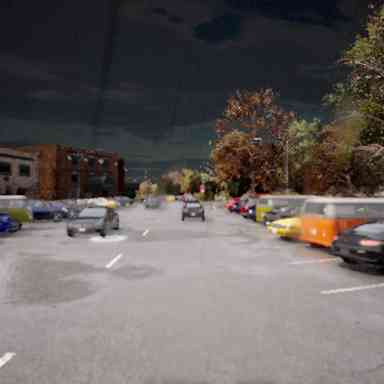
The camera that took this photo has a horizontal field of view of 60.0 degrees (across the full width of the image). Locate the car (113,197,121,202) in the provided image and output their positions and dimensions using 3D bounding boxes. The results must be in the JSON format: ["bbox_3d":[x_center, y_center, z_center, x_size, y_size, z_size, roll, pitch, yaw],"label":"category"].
[{"bbox_3d":[-11.600,1.455,39.346,5.366,1.575,1.946,-1,0,-20],"label":"car"}]

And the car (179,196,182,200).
[{"bbox_3d":[-1.041,1.397,80.876,2.435,2.045,5.566,0,-1,-7],"label":"car"}]

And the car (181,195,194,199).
[{"bbox_3d":[0.113,1.464,43.795,2.128,1.511,4.902,0,0,2],"label":"car"}]

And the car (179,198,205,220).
[{"bbox_3d":[0.093,1.488,27.186,1.812,1.442,4.674,0,0,0],"label":"car"}]

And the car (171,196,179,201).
[{"bbox_3d":[-3.500,1.823,92.034,2.231,1.521,4.892,0,0,-18],"label":"car"}]

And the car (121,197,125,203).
[{"bbox_3d":[-11.432,1.497,42.350,4.674,1.452,2.002,-1,0,-20],"label":"car"}]

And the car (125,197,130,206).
[{"bbox_3d":[-11.438,1.460,45.283,4.892,1.521,2.231,-1,0,-20],"label":"car"}]

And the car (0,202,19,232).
[{"bbox_3d":[-11.414,1.449,15.944,5.008,1.535,2.097,-1,0,-20],"label":"car"}]

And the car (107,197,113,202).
[{"bbox_3d":[-11.429,1.494,36.481,4.674,1.452,2.002,-1,0,-20],"label":"car"}]

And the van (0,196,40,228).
[{"bbox_3d":[-11.317,1.220,18.922,4.442,1.987,1.878,-1,0,-20],"label":"van"}]

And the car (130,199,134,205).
[{"bbox_3d":[-11.430,1.464,51.146,4.892,1.521,2.231,-1,0,-20],"label":"car"}]

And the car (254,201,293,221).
[{"bbox_3d":[6.385,1.449,18.850,4.892,1.521,2.231,1,0,-20],"label":"car"}]

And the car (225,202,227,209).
[{"bbox_3d":[6.365,1.202,36.502,5.566,2.045,2.435,1,0,-20],"label":"car"}]

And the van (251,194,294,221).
[{"bbox_3d":[6.500,1.223,21.839,4.442,1.987,1.878,1,0,-20],"label":"van"}]

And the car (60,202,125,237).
[{"bbox_3d":[-5.082,1.488,17.741,1.812,1.442,4.674,0,0,0],"label":"car"}]

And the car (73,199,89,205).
[{"bbox_3d":[-11.430,1.449,27.678,4.892,1.521,2.231,-1,0,-20],"label":"car"}]

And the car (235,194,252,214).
[{"bbox_3d":[6.364,1.322,27.672,4.553,1.767,2.185,1,0,-20],"label":"car"}]

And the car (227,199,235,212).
[{"bbox_3d":[6.414,1.482,33.584,4.792,1.488,2.163,1,0,-20],"label":"car"}]

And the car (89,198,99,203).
[{"bbox_3d":[-11.398,1.479,30.625,4.792,1.488,2.163,-1,0,-20],"label":"car"}]

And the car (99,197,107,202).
[{"bbox_3d":[-11.437,1.453,33.551,4.892,1.521,2.231,-1,0,-20],"label":"car"}]

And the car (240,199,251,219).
[{"bbox_3d":[6.418,1.478,24.749,4.792,1.488,2.163,1,0,-20],"label":"car"}]

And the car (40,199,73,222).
[{"bbox_3d":[-11.456,1.322,24.738,4.553,1.767,2.185,-1,0,-20],"label":"car"}]

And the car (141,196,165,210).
[{"bbox_3d":[-5.047,1.479,43.335,1.837,1.490,4.892,0,0,1],"label":"car"}]

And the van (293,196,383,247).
[{"bbox_3d":[6.506,1.230,13.003,4.442,1.987,1.878,1,0,-20],"label":"van"}]

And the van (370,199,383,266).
[{"bbox_3d":[6.292,1.239,7.027,4.442,1.987,1.878,1,0,-20],"label":"van"}]

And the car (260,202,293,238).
[{"bbox_3d":[6.220,1.445,15.840,5.366,1.575,1.946,1,0,-20],"label":"car"}]

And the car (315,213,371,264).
[{"bbox_3d":[6.391,1.498,10.020,4.674,1.452,2.002,1,0,-20],"label":"car"}]
